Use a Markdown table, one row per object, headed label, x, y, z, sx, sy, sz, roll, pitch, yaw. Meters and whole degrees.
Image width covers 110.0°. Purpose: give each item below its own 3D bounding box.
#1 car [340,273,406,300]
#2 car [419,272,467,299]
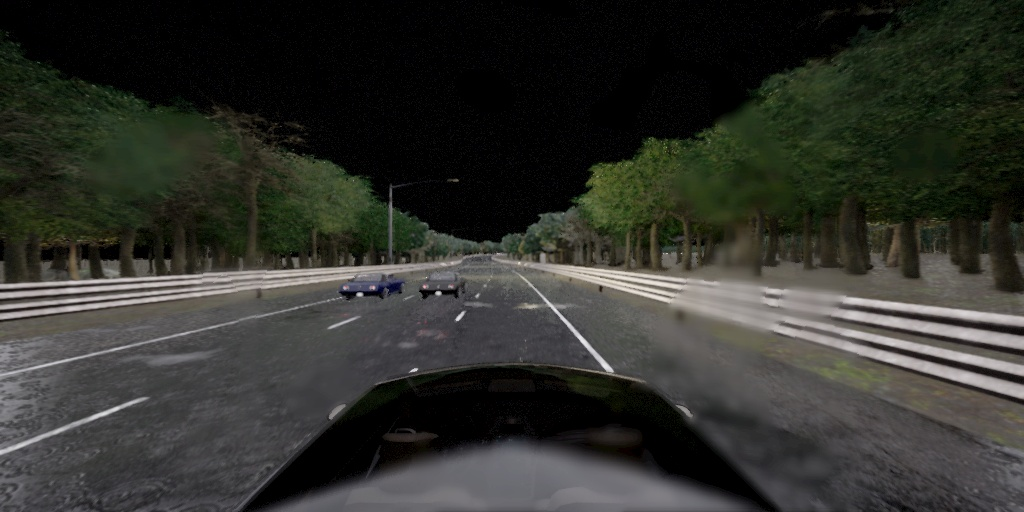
| label | x | y | z | sx | sy | sz | roll | pitch | yaw |
| --- | --- | --- | --- | --- | --- | --- | --- | --- | --- |
| car | -7.029 | 1.522 | 18.724 | 1.895 | 1.301 | 4.718 | 0 | -1 | -1 |
| car | -3.539 | 1.525 | 19.369 | 1.895 | 1.301 | 4.718 | 0 | -1 | -1 |
